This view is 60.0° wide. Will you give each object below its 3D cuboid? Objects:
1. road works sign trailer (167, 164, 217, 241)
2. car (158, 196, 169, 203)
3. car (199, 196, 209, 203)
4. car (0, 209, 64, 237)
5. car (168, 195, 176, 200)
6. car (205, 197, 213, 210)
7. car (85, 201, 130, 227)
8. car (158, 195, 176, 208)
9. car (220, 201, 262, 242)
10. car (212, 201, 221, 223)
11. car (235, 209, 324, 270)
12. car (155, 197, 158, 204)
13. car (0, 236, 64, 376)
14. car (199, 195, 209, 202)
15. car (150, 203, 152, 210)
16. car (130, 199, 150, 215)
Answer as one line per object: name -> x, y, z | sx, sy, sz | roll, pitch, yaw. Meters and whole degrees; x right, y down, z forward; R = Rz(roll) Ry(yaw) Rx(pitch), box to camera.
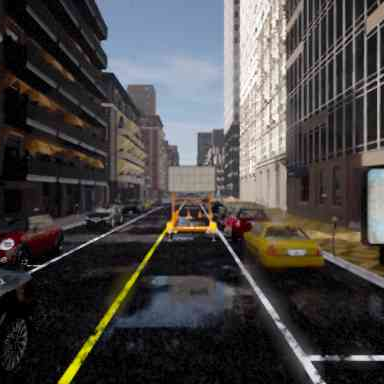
road works sign trailer -> -0.013, 0.436, 16.454 | 2.380, 3.560, 2.880 | 0, 0, 0
car -> -5.744, 1.492, 67.130 | 1.802, 1.307, 4.206 | 0, 0, 0
car -> 2.640, 1.460, 61.487 | 1.887, 1.381, 4.507 | 0, 0, 0
car -> -5.699, 1.422, 10.645 | 1.967, 1.590, 4.097 | 0, 0, 0
car -> -5.768, 1.442, 95.373 | 2.008, 1.369, 4.403 | 0, 0, 0
car -> 2.663, 1.513, 33.245 | 1.947, 1.339, 4.313 | 0, 0, 0
car -> -5.708, 1.514, 21.941 | 2.008, 1.369, 4.403 | 0, 0, 0
car -> -3.122, 1.479, 46.095 | 2.033, 1.411, 5.357 | 0, 0, 0
car -> 2.677, 1.412, 16.299 | 1.967, 1.590, 4.097 | 0, 0, 0
car -> 2.672, 1.514, 21.949 | 2.008, 1.369, 4.403 | 0, 0, 0
car -> 2.681, 1.507, 10.821 | 1.752, 1.417, 4.829 | 0, 0, 0
car -> -5.740, 1.356, 61.481 | 1.967, 1.590, 4.097 | 0, 0, 0
car -> -3.102, 1.487, 2.743 | 2.128, 1.511, 4.902 | 0, 0, 0
car -> 2.631, 1.456, 72.785 | 2.008, 1.369, 4.403 | 0, 0, 0
car -> -5.722, 1.465, 38.717 | 1.752, 1.417, 4.829 | 0, 0, 0
car -> -5.718, 1.513, 33.238 | 1.947, 1.339, 4.313 | 0, 0, 0
